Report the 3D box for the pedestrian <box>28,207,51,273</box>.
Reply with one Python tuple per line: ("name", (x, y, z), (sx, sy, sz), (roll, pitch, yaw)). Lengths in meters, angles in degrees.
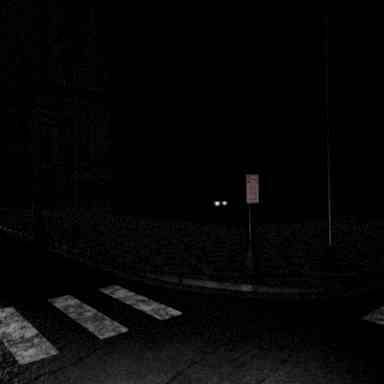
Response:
("pedestrian", (-4.238, 1.299, 9.192), (0.375, 1.860, 0.375), (1, -2, -42))
